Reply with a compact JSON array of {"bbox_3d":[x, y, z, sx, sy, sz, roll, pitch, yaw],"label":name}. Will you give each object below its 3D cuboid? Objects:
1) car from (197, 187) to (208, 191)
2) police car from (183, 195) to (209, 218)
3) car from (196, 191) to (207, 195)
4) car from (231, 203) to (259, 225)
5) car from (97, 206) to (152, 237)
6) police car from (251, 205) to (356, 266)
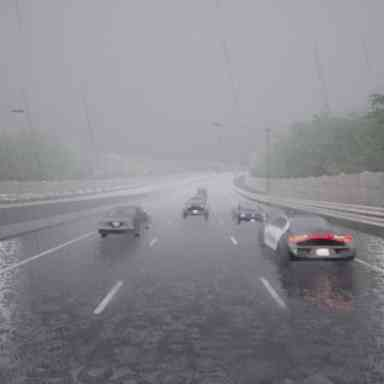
[{"bbox_3d":[2.128,0.010,70.329,2.150,2.045,5.566,0,2,4],"label":"car"},{"bbox_3d":[0.336,1.247,27.012,2.038,1.542,4.974,0,1,2],"label":"police car"},{"bbox_3d":[1.168,0.965,49.608,1.994,1.385,4.181,0,1,2],"label":"car"},{"bbox_3d":[3.715,1.409,22.328,1.895,1.301,4.718,0,1,1],"label":"car"},{"bbox_3d":[-3.270,1.405,16.942,2.033,1.411,5.357,0,1,1],"label":"car"},{"bbox_3d":[3.555,1.427,11.409,2.038,1.542,4.974,0,0,1],"label":"police car"}]
